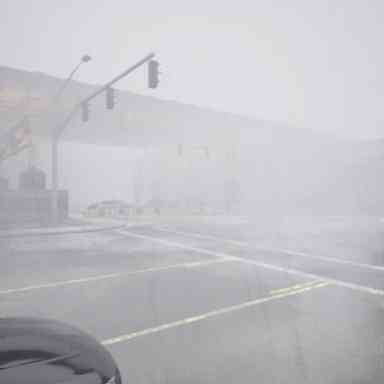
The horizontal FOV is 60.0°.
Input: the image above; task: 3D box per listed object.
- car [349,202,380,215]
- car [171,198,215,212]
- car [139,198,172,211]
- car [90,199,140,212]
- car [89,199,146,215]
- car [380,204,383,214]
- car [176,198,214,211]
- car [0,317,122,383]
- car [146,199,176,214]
[{"bbox_3d":[18.814,1.697,35.463,4.718,1.301,1.895,0,0,-37],"label":"car"},{"bbox_3d":[0.091,1.514,39.516,4.974,1.542,2.038,0,0,-7],"label":"car"},{"bbox_3d":[-3.804,1.342,35.807,1.853,1.218,4.536,0,0,18],"label":"car"},{"bbox_3d":[-7.617,1.330,33.080,4.536,1.218,1.853,0,0,8],"label":"car"},{"bbox_3d":[-7.565,1.487,33.072,4.974,1.542,2.038,0,0,8],"label":"car"},{"bbox_3d":[21.339,1.319,32.989,5.566,2.045,2.150,0,0,-37],"label":"car"},{"bbox_3d":[0.039,1.356,39.510,4.536,1.218,1.853,0,0,-7],"label":"car"},{"bbox_3d":[-2.777,1.488,1.768,4.902,1.511,2.128,0,0,-35],"label":"car"},{"bbox_3d":[-3.820,1.500,35.757,2.038,1.542,4.974,0,0,18],"label":"car"}]
